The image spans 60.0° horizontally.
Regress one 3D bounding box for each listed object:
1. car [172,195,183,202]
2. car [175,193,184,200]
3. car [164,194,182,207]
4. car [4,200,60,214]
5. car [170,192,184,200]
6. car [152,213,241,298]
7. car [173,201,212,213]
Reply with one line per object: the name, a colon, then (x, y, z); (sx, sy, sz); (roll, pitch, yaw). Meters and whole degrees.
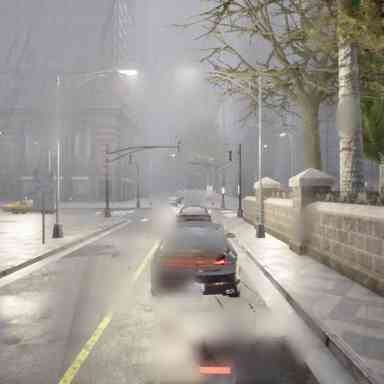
car: (-3.020, 1.322, 70.057); (2.128, 1.511, 4.902); (0, 0, 0)
car: (-3.023, 1.057, 80.344); (2.097, 1.767, 4.553); (0, 1, 0)
car: (-3.105, 1.424, 50.177); (2.128, 1.511, 4.902); (0, 0, 0)
car: (-14.941, 1.398, 31.177); (4.829, 1.417, 1.752); (1, -1, 0)
car: (-3.086, 1.091, 60.062); (2.150, 2.045, 5.566); (0, 0, 1)
car: (0.096, 1.505, 8.528); (1.837, 1.490, 4.892); (0, 0, 0)
car: (0.095, 1.478, 18.856); (1.882, 1.535, 5.008); (0, 0, 0)
